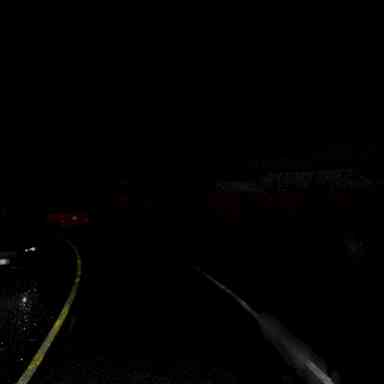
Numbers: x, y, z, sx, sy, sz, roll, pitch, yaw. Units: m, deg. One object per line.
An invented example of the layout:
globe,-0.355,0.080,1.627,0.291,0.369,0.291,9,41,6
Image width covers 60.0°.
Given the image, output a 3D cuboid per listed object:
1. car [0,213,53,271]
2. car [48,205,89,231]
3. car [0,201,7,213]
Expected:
car,-6.039,1.687,11.338,2.128,1.511,4.902,0,-1,-22
car,-9.154,1.788,24.030,2.097,1.767,4.553,0,-1,-37
car,-21.504,1.959,34.438,5.566,2.045,2.150,-1,-1,30
